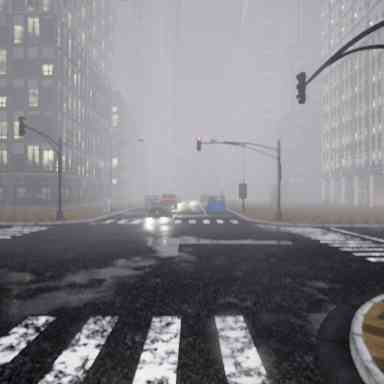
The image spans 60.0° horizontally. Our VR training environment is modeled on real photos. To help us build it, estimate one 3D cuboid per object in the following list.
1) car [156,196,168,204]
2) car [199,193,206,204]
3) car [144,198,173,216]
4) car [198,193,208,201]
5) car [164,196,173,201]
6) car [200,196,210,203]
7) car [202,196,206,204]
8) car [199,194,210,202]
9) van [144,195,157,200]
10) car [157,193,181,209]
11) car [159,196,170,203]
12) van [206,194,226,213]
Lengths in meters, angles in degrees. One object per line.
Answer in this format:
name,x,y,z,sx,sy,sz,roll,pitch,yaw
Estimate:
car,-5.670,1.549,63.810,1.947,1.339,4.313,0,0,0
car,2.711,1.298,63.774,2.192,1.841,5.009,0,0,0
car,-3.215,1.593,33.050,1.895,1.301,4.718,0,0,0
car,2.808,1.289,85.932,2.192,1.841,5.009,0,0,0
car,-5.598,1.559,80.428,1.802,1.307,4.206,0,0,0
car,2.734,1.526,69.313,1.887,1.381,4.507,0,0,0
car,2.637,1.534,41.620,1.887,1.381,4.507,0,0,0
car,2.759,1.294,74.853,2.192,1.841,5.009,0,0,0
van,-5.742,1.329,47.192,1.690,1.788,3.998,0,0,0
car,-3.144,1.212,45.827,2.150,2.045,5.566,0,0,1
car,-5.646,1.532,69.349,2.008,1.369,4.403,0,0,0
van,2.704,1.332,36.082,1.690,1.788,3.998,0,0,0
